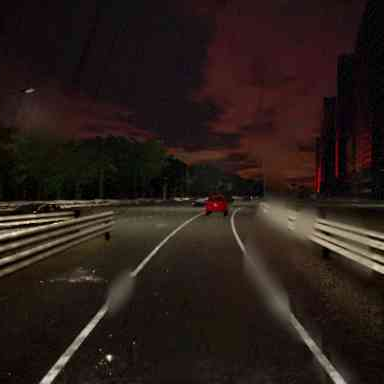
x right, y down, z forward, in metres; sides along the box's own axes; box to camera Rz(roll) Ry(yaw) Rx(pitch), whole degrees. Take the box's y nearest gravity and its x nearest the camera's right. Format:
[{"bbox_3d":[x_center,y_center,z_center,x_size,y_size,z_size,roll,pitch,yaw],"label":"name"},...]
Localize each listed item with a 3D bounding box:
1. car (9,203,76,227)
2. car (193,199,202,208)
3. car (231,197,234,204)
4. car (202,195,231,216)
[{"bbox_3d":[-9.497,1.508,21.512,1.837,1.490,4.892,0,-1,18],"label":"car"},{"bbox_3d":[1.786,1.841,55.343,2.033,1.411,5.357,0,0,18],"label":"car"},{"bbox_3d":[7.685,1.708,72.955,2.150,2.045,5.566,0,-1,18],"label":"car"},{"bbox_3d":[2.721,1.403,35.400,2.150,2.045,5.566,0,0,9],"label":"car"}]
